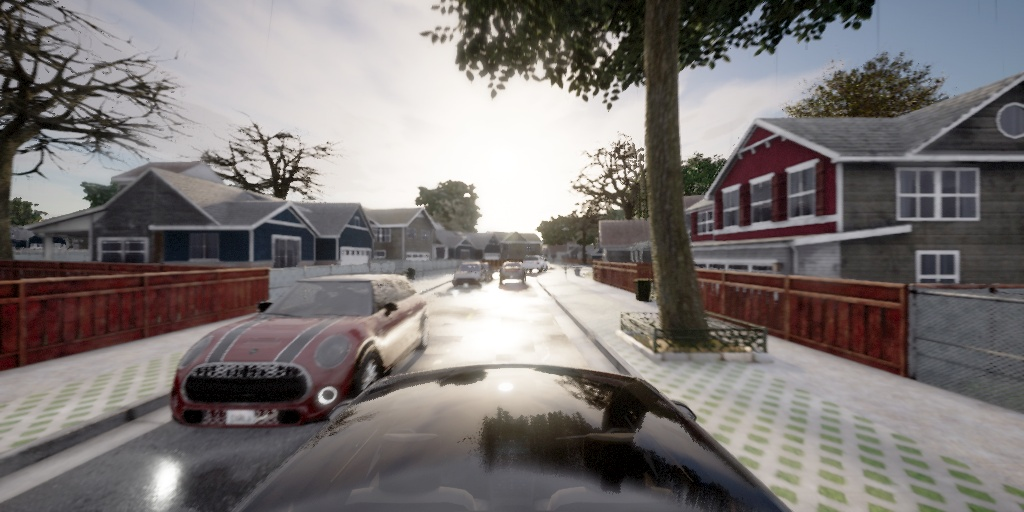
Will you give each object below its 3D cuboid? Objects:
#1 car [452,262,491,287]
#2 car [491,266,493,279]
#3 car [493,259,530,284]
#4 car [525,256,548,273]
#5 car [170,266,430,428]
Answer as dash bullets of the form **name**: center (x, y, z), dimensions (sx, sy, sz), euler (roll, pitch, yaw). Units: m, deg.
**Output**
- **car**: center (-2.762, 1.144, 24.205), dimensions (2.033, 1.411, 5.357), euler (0, 5, 0)
- **car**: center (-2.575, 1.254, 29.375), dimensions (2.033, 1.411, 5.357), euler (0, 2, 4)
- **car**: center (0.086, 1.186, 26.385), dimensions (2.128, 1.511, 4.902), euler (0, 0, 3)
- **car**: center (2.867, 0.974, 43.406), dimensions (2.150, 2.045, 5.566), euler (0, 0, 16)
- **car**: center (-2.848, 1.093, 6.003), dimensions (2.097, 1.767, 4.553), euler (0, 0, 0)
